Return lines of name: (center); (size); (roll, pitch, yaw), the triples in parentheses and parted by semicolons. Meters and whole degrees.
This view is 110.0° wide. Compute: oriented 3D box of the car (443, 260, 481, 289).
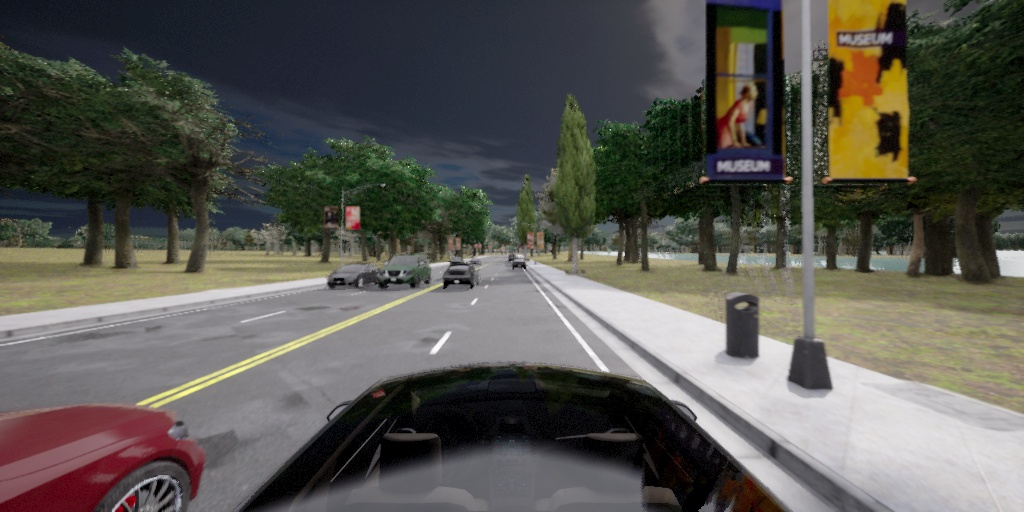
car: (-3.152, 1.218, 22.863); (1.837, 1.490, 4.892); (0, 0, 0)

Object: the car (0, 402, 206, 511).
car: (-3.163, 1.275, 0.651); (1.812, 1.442, 4.674); (0, 0, 0)

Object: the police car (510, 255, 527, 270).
police car: (0.972, 1.040, 48.546); (1.930, 1.638, 5.238); (0, 0, 0)

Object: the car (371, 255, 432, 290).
car: (-6.600, 0.935, 22.723); (2.150, 2.045, 5.566); (0, 0, 0)

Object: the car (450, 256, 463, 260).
car: (-9.785, 0.871, 63.581); (2.097, 1.767, 4.553); (0, 0, 1)

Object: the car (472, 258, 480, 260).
car: (-6.524, 1.066, 63.519); (2.033, 1.411, 5.357); (0, 0, 1)

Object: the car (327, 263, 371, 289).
car: (-9.849, 1.218, 22.786); (1.837, 1.490, 4.892); (0, 0, 0)
